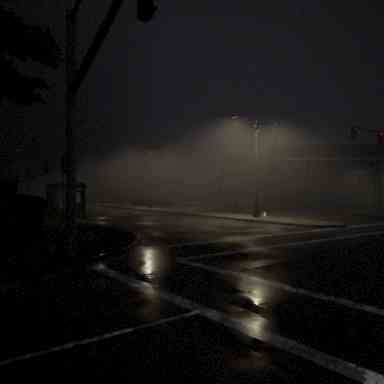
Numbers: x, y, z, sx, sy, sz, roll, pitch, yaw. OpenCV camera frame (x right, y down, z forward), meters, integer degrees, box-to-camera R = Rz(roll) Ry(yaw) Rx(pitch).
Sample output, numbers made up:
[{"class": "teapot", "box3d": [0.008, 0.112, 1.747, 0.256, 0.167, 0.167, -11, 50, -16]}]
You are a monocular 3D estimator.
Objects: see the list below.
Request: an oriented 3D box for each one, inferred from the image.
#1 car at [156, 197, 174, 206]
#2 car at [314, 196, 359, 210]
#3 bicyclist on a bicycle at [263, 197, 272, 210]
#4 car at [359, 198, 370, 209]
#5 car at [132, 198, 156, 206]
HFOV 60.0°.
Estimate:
[{"class": "car", "box3d": [-5.067, 1.544, 54.916, 2.033, 1.411, 5.357, 0, 0, -35]}, {"class": "car", "box3d": [17.018, 1.290, 40.238, 2.242, 1.667, 4.611, 0, 0, -35]}, {"class": "bicyclist on a bicycle", "box3d": [9.444, 1.426, 41.898, 1.656, 1.620, 0.582, -6, -7, -36]}, {"class": "car", "box3d": [21.292, 1.450, 44.151, 1.970, 1.475, 3.806, 0, 0, -35]}, {"class": "car", "box3d": [-7.937, 1.561, 52.912, 1.994, 1.385, 4.181, 0, 0, -35]}]
